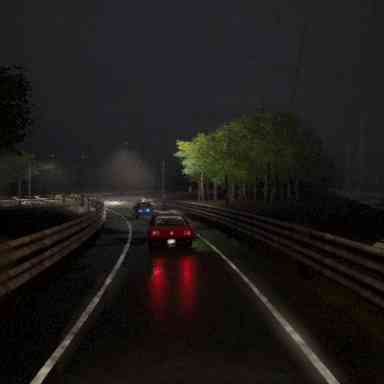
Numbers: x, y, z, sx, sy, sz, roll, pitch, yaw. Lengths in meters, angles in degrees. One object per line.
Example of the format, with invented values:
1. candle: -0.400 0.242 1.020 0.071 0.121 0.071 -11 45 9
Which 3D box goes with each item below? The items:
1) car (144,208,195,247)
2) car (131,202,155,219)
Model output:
1. car: -1.109 1.636 15.128 1.895 1.301 4.718 0 0 -8
2. car: -4.388 1.625 30.229 2.033 1.411 5.357 0 0 -16
